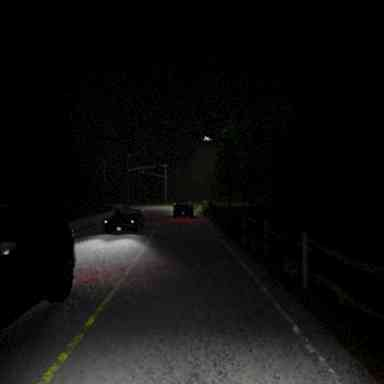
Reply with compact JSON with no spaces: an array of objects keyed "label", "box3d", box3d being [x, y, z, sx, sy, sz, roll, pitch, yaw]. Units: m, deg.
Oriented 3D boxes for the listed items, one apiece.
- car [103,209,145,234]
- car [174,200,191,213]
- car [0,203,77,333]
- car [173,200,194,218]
[{"label":"car","box3d":[-4.009,1.703,20.221,1.895,1.301,4.718,0,0,-2]},{"label":"car","box3d":[-1.212,1.746,41.538,2.033,1.411,5.357,0,0,-2]},{"label":"car","box3d":[-3.671,1.245,5.403,2.150,2.045,5.566,0,0,-1]},{"label":"car","box3d":[-0.801,1.644,31.366,2.128,1.511,4.902,0,0,-1]}]
